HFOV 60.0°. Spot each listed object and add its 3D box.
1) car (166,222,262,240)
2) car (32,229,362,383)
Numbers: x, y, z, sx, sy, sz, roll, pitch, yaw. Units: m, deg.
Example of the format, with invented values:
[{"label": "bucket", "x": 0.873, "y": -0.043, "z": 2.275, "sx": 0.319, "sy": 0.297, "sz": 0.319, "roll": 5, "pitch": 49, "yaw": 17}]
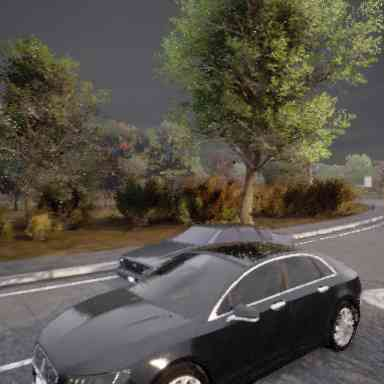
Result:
[{"label": "car", "x": 0.714, "y": 1.571, "z": 9.108, "sx": 5.357, "sy": 1.411, "sz": 2.033, "roll": 0, "pitch": 0, "yaw": -39}, {"label": "car", "x": 0.505, "y": 1.518, "z": 4.564, "sx": 4.892, "sy": 1.490, "sz": 1.837, "roll": 0, "pitch": 0, "yaw": -38}]
